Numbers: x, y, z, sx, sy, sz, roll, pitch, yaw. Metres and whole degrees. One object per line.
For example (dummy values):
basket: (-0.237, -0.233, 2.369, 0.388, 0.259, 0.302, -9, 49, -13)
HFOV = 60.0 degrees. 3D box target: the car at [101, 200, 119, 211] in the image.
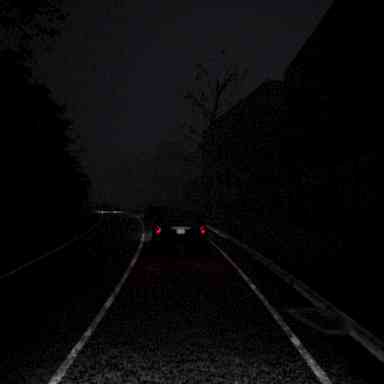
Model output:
car: (-10.653, 1.733, 43.396, 1.812, 1.442, 4.674, 2, -1, -20)

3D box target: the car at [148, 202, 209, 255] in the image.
car: (-0.583, 1.444, 13.937, 2.097, 1.767, 4.553, 1, 0, -5)

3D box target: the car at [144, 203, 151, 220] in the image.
car: (-3.369, 1.704, 31.050, 1.882, 1.535, 5.008, 2, -1, -13)
